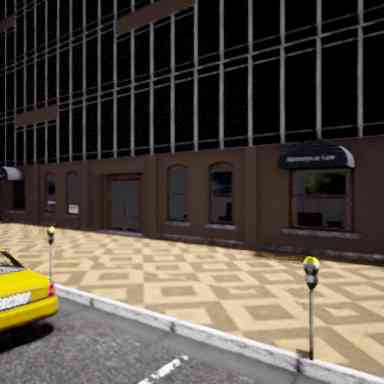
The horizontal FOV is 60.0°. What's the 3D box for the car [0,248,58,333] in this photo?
[{"bbox_3d":[-4.383,1.483,6.011,4.829,1.417,1.752,0,0,36],"label":"car"}]
